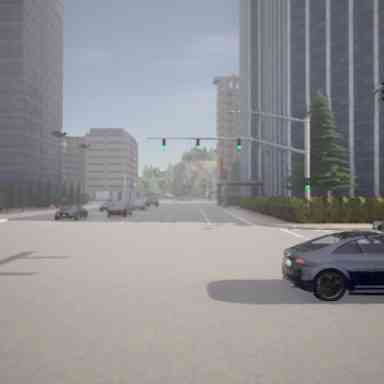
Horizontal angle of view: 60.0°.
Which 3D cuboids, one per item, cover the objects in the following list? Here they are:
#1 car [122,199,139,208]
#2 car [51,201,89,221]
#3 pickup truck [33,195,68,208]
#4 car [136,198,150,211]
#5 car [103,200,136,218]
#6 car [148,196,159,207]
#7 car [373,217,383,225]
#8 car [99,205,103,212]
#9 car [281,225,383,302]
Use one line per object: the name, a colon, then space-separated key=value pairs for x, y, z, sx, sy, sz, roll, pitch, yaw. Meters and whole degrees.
car: x=-11.016 y=2.091 z=60.107 sx=2.033 sy=1.411 sz=5.357 roll=0 pitch=-1 yaw=0
car: x=-10.947 y=1.842 z=30.432 sx=1.994 sy=1.385 sz=4.181 roll=0 pitch=-1 yaw=0
pickup truck: x=-24.087 y=1.576 z=56.551 sx=2.390 sy=2.098 sz=6.274 roll=0 pitch=-1 yaw=30
car: x=-7.514 y=1.953 z=47.168 sx=1.812 sy=1.442 sz=4.674 roll=0 pitch=0 yaw=0
car: x=-7.469 y=1.793 z=34.771 sx=1.882 sy=1.535 sz=5.008 roll=0 pitch=-1 yaw=0
car: x=-7.506 y=1.793 z=63.531 sx=2.150 sy=2.045 sz=5.566 roll=0 pitch=-1 yaw=0
car: x=12.633 y=1.653 z=18.442 sx=4.902 sy=1.511 sz=2.128 roll=0 pitch=-1 yaw=0
car: x=-11.013 y=1.955 z=44.867 sx=2.033 sy=1.411 sz=5.357 roll=0 pitch=0 yaw=0
car: x=4.280 y=1.634 z=7.860 sx=4.181 sy=1.385 sz=1.994 roll=0 pitch=-1 yaw=0
